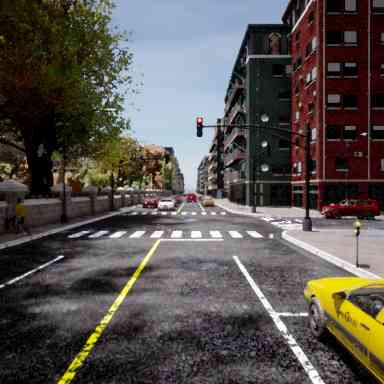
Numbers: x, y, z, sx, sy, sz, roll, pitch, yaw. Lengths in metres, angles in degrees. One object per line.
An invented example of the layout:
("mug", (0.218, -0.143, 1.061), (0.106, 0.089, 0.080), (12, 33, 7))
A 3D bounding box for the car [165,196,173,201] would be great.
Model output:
("car", (-5.831, 1.623, 85.826), (1.802, 1.307, 4.206), (0, 0, 0))

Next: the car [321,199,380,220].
("car", (14.566, 1.591, 30.539), (5.009, 1.841, 2.192), (1, -1, 0))

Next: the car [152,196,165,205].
("car", (-5.788, 1.457, 58.150), (1.967, 1.590, 4.097), (0, 0, 0))

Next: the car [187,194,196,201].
("car", (-0.133, 1.305, 82.796), (2.097, 1.767, 4.553), (0, 0, 0))

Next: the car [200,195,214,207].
("car", (2.602, 1.538, 52.799), (1.752, 1.417, 4.829), (0, 0, 0))

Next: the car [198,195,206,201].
("car", (2.549, 1.586, 85.840), (1.887, 1.381, 4.507), (0, 0, 0))

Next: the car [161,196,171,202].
("car", (-5.814, 1.612, 74.755), (1.802, 1.307, 4.206), (0, 0, 0))

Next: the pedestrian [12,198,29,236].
("pedestrian", (-8.039, 1.143, 15.616), (0.375, 1.860, 0.375), (0, 0, 0))

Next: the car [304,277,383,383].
("car", (2.682, 1.525, 3.698), (1.752, 1.417, 4.829), (0, 0, 0))

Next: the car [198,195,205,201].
("car", (2.540, 1.592, 91.375), (1.887, 1.381, 4.507), (0, 0, 0))

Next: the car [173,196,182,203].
("car", (-3.114, 1.544, 71.255), (1.812, 1.442, 4.674), (0, 0, 0))

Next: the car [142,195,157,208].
("car", (-5.770, 1.324, 47.080), (2.192, 1.841, 5.009), (0, 0, 0))

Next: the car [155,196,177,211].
("car", (-3.135, 1.531, 41.186), (1.812, 1.442, 4.674), (0, 0, -1))

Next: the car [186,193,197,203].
("car", (-0.116, 1.244, 72.436), (2.150, 2.045, 5.566), (0, 0, 0))

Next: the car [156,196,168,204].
("car", (-5.796, 1.566, 63.685), (1.887, 1.381, 4.507), (0, 0, 0))

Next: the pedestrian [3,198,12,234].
("pedestrian", (-8.872, 1.141, 16.294), (0.375, 1.860, 0.375), (0, 0, 0))

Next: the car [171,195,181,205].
("car", (-3.176, 1.559, 50.821), (2.033, 1.411, 5.357), (0, 0, 0))
